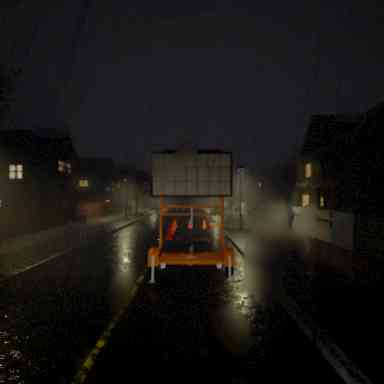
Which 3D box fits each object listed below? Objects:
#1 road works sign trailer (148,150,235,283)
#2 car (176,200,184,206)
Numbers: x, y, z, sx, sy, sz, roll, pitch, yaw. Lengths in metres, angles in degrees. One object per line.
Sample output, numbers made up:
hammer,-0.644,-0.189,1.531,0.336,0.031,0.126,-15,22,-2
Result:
road works sign trailer,-0.005,0.549,9.942,2.380,3.560,2.880,0,-1,1
car,-2.765,2.550,76.143,1.812,1.442,4.674,0,-1,0
